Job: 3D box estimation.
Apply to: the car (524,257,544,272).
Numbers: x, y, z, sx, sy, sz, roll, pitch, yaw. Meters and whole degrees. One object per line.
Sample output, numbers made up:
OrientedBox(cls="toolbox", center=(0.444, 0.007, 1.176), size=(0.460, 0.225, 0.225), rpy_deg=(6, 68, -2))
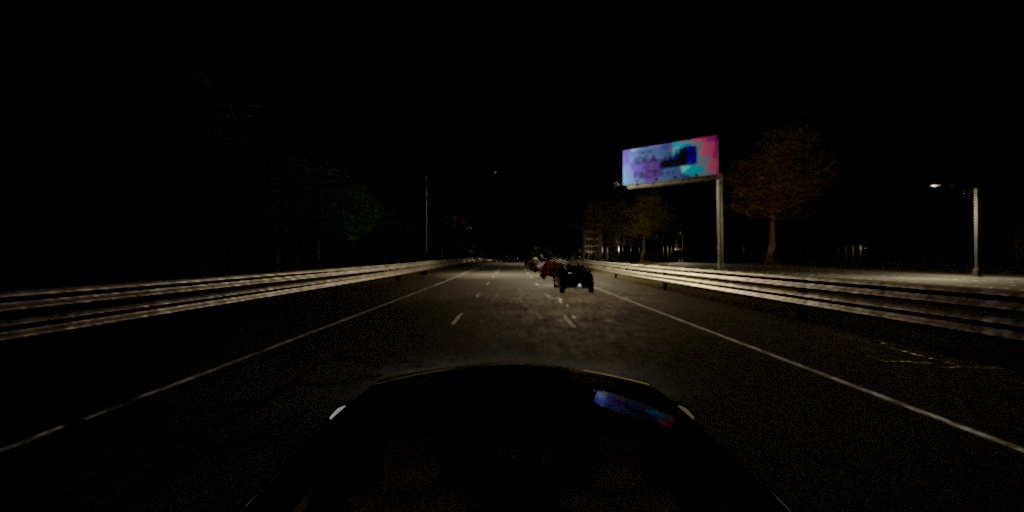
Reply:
OrientedBox(cls="car", center=(3.229, 1.075, 43.539), size=(2.033, 1.649, 4.856), rpy_deg=(1, 1, -10))

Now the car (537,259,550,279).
OrientedBox(cls="car", center=(3.503, 1.241, 31.968), size=(1.812, 1.442, 4.674), rpy_deg=(0, 0, 0))

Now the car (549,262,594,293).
OrientedBox(cls="car", center=(3.502, 1.258, 20.971), size=(1.837, 1.490, 4.892), rpy_deg=(0, 0, 0))
